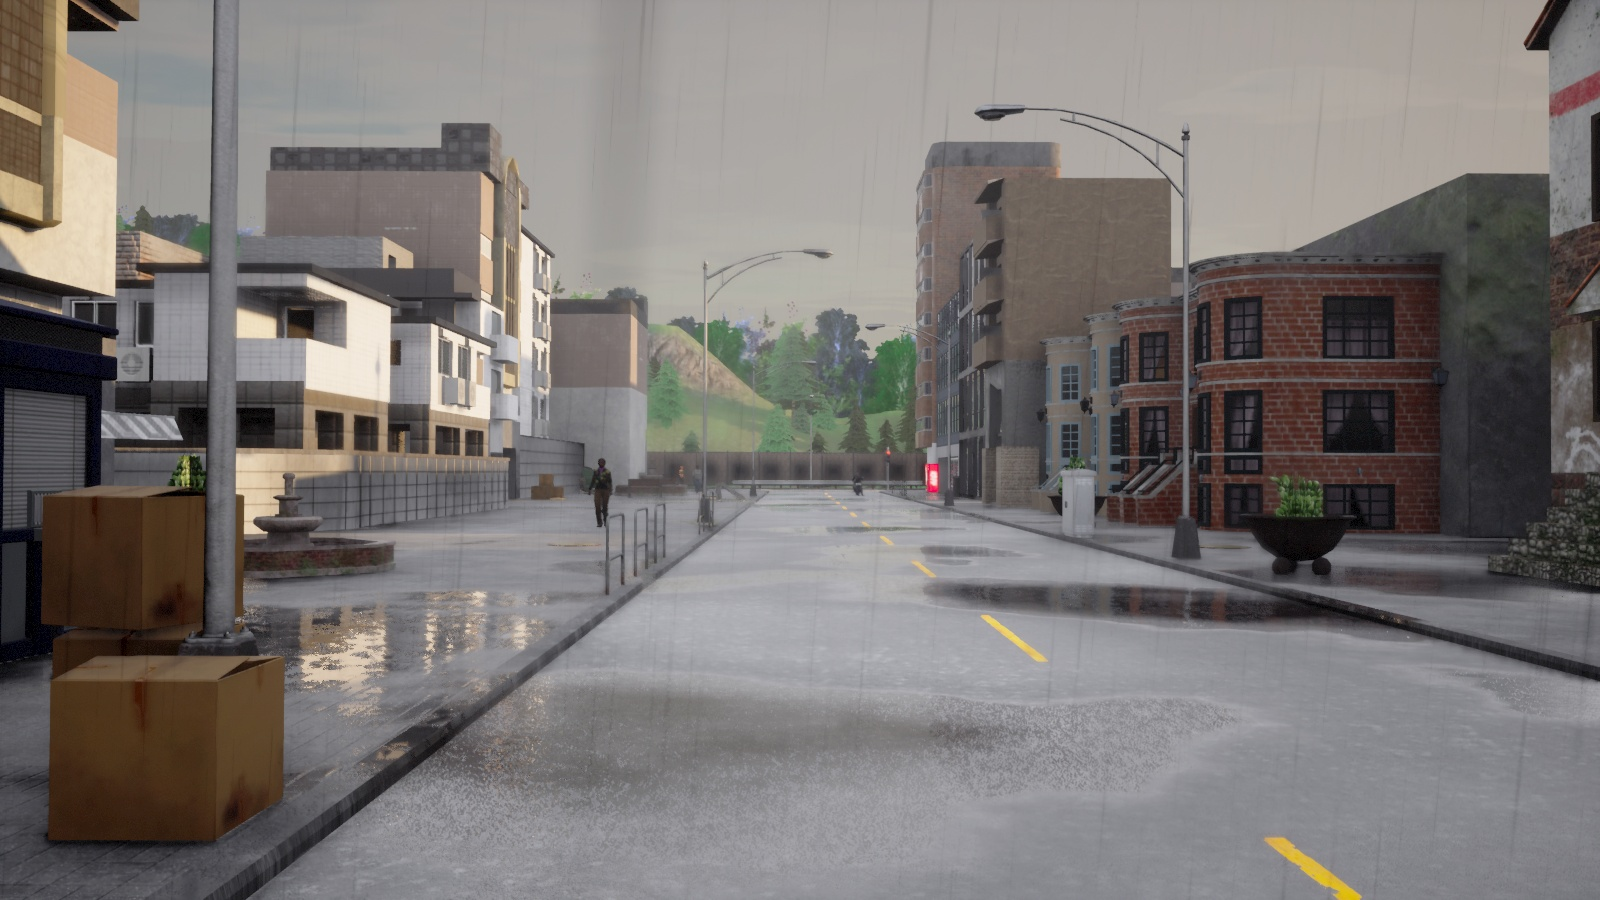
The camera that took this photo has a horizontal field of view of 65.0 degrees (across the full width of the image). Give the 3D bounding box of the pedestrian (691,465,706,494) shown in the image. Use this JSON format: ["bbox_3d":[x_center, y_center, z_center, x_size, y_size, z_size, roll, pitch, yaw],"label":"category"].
[{"bbox_3d":[-6.491,1.890,80.003,0.874,1.855,0.900,0,-1,-10],"label":"pedestrian"}]
